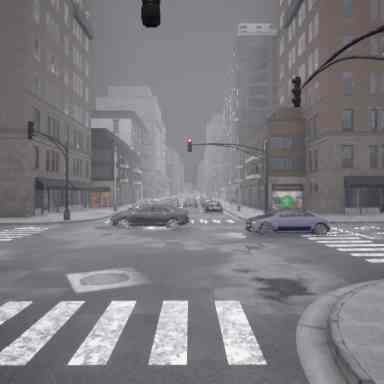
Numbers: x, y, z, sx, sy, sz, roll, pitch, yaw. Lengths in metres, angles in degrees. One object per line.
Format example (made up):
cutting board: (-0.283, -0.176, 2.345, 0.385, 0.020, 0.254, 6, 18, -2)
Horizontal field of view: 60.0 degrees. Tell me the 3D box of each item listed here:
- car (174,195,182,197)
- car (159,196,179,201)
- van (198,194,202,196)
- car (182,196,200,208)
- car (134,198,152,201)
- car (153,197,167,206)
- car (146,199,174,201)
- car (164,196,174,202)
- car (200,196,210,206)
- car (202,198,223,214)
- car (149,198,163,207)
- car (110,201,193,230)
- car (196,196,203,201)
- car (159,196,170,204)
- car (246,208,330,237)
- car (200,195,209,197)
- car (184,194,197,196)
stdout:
car: (-3.085, 1.636, 53.452, 1.994, 1.385, 4.181, 0, 0, 0)
car: (-3.110, 1.617, 43.493, 1.994, 1.385, 4.181, 0, 0, 1)
van: (2.400, 1.424, 58.180, 1.690, 1.788, 3.998, 0, 0, 0)
car: (-0.154, 1.629, 49.956, 1.994, 1.385, 4.181, 0, 0, 0)
car: (-5.666, 1.480, 36.152, 1.967, 1.590, 4.097, 0, 0, 0)
car: (-5.625, 1.634, 58.195, 2.008, 1.369, 4.403, 0, 0, 0)
car: (-3.133, 1.637, 33.515, 1.895, 1.301, 4.718, 0, 0, 0)
car: (-5.584, 1.694, 80.237, 2.008, 1.369, 4.403, 0, 0, 0)
car: (2.380, 1.641, 47.159, 1.802, 1.307, 4.206, 0, 0, 0)
car: (2.359, 1.606, 36.136, 1.947, 1.339, 4.313, 0, 0, 0)
car: (-5.635, 1.653, 52.684, 1.802, 1.307, 4.206, 0, 0, 0)
car: (-2.560, 1.520, 20.596, 4.892, 1.490, 1.837, 0, 0, 0)
car: (2.049, 1.698, 90.105, 1.812, 1.442, 4.674, 0, 0, 0)
car: (-5.605, 1.552, 69.216, 1.967, 1.590, 4.097, 0, 0, 0)
car: (4.940, 1.549, 17.372, 4.181, 1.385, 1.994, 0, 0, 0)
car: (2.390, 1.637, 52.669, 1.947, 1.339, 4.313, 0, 0, 0)
car: (-0.202, 1.679, 73.977, 1.994, 1.385, 4.181, 0, 0, 0)
